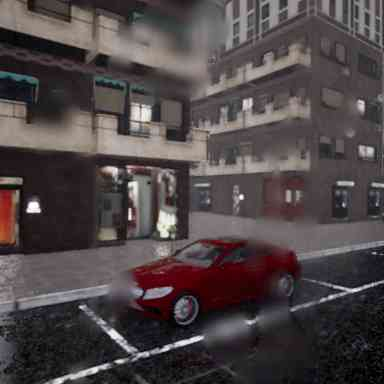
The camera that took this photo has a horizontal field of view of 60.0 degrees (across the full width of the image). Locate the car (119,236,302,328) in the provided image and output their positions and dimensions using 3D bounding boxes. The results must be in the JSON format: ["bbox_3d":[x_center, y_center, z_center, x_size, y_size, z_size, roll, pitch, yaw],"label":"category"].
[{"bbox_3d":[0.577,1.620,6.968,4.206,1.307,1.802,1,0,-35],"label":"car"}]
